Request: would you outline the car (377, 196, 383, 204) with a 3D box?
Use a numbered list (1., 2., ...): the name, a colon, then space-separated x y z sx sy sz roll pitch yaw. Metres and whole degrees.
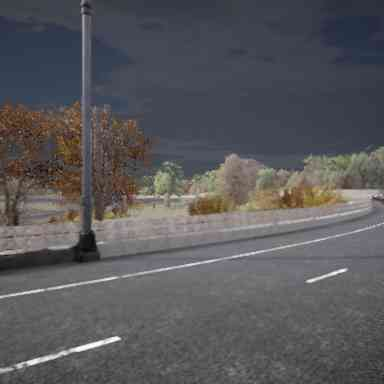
1. car: 35.425 1.503 59.460 2.128 1.511 4.902 0 0 16
